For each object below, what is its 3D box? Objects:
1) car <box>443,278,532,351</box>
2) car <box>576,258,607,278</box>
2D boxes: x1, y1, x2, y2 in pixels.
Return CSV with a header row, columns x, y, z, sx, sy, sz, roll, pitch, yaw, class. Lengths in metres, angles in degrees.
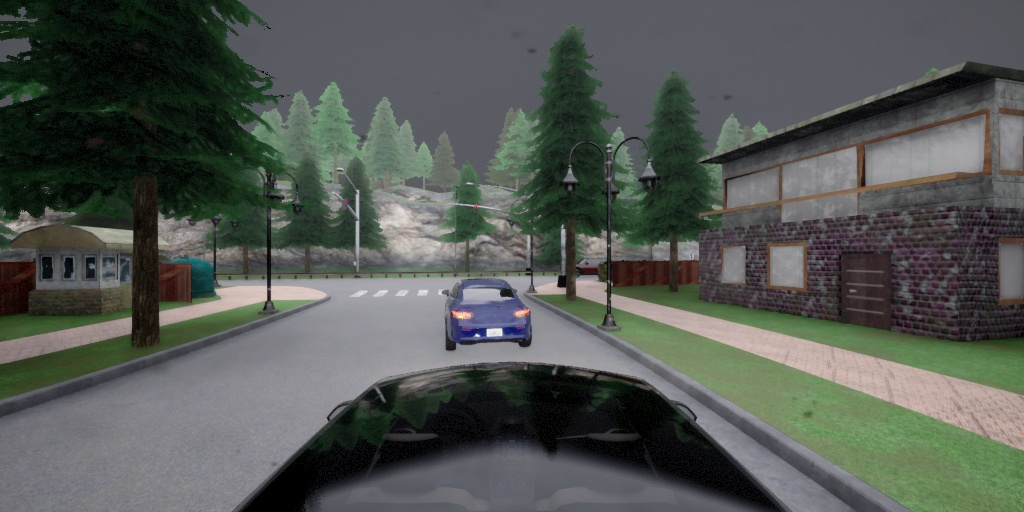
x,y,z,sx,sy,sz,roll,pitch,yaw,class
-0.755,1.276,9.016,1.812,1.442,4.674,0,0,-11,car
6.607,0.945,31.500,4.553,1.767,2.097,0,0,-12,car
